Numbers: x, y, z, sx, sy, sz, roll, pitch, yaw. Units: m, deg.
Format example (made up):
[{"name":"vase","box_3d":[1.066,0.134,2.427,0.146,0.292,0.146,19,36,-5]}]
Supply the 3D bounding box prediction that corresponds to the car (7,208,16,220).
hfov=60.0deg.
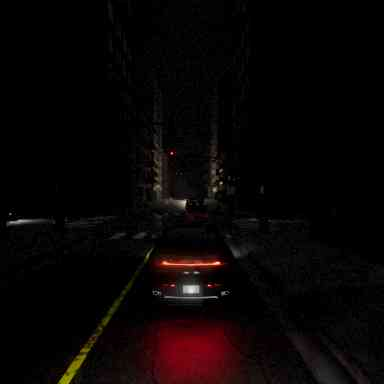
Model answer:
[{"name":"car","box_3d":[-15.166,1.388,24.094,4.181,1.385,1.994,1,0,-1]}]

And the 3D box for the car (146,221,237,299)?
[{"name":"car","box_3d":[-0.016,1.507,8.412,1.837,1.490,4.892,0,0,0]}]

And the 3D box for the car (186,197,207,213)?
[{"name":"car","box_3d":[0.448,1.400,38.044,2.097,1.767,4.553,0,0,-5]}]
